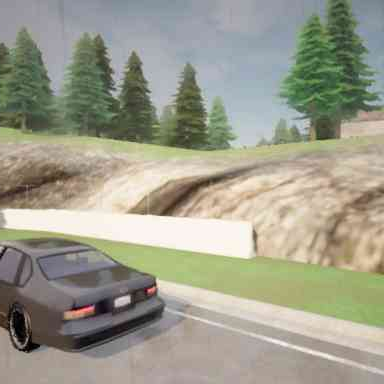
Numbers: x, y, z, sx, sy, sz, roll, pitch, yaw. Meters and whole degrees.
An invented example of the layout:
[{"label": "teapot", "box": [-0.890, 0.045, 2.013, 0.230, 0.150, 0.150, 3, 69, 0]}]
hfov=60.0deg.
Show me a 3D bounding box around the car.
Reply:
[{"label": "car", "box": [-2.943, 1.580, 6.235, 5.357, 1.411, 2.033, 0, -1, 38]}]
